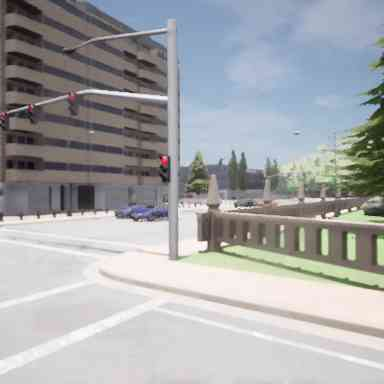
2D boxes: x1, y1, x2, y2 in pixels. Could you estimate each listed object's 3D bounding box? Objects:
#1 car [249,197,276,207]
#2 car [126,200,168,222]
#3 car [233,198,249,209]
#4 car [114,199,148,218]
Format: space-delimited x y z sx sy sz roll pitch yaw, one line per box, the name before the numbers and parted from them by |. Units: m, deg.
car | 10.485 1.548 47.936 2.097 1.767 4.553 -1 0 35
car | -3.111 1.724 28.416 1.812 1.442 4.674 -1 0 34
car | 8.074 1.730 50.586 1.837 1.490 4.892 -1 -1 35
car | -5.186 1.577 31.600 2.097 1.767 4.553 -1 0 35
